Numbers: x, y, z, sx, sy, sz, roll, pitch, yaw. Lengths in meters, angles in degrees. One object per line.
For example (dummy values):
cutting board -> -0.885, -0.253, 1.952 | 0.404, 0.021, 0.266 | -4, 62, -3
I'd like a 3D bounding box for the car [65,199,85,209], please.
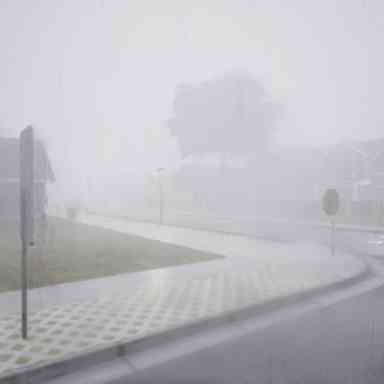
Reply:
car -> -16.977, 1.767, 48.123 | 1.837, 1.490, 4.892 | 0, 0, -35
